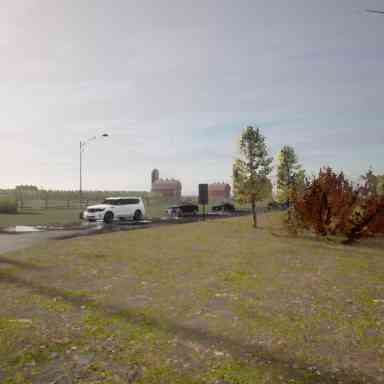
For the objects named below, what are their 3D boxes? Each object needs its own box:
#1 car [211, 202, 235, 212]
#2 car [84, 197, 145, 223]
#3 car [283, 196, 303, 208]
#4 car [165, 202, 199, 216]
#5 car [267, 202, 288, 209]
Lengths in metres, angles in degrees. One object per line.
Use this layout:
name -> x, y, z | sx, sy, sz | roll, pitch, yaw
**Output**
car -> 4.283, 1.986, 45.205 | 1.994, 1.385, 4.181 | -1, -1, 32
car -> -6.390, 1.452, 28.174 | 2.150, 2.045, 5.566 | -1, -1, 34
car -> 18.765, 1.783, 61.649 | 2.150, 2.045, 5.566 | -1, -1, 32
car -> -1.057, 1.817, 36.690 | 2.128, 1.511, 4.902 | -1, -1, 32
car -> 13.531, 1.965, 53.126 | 1.837, 1.490, 4.892 | -1, -1, 32
